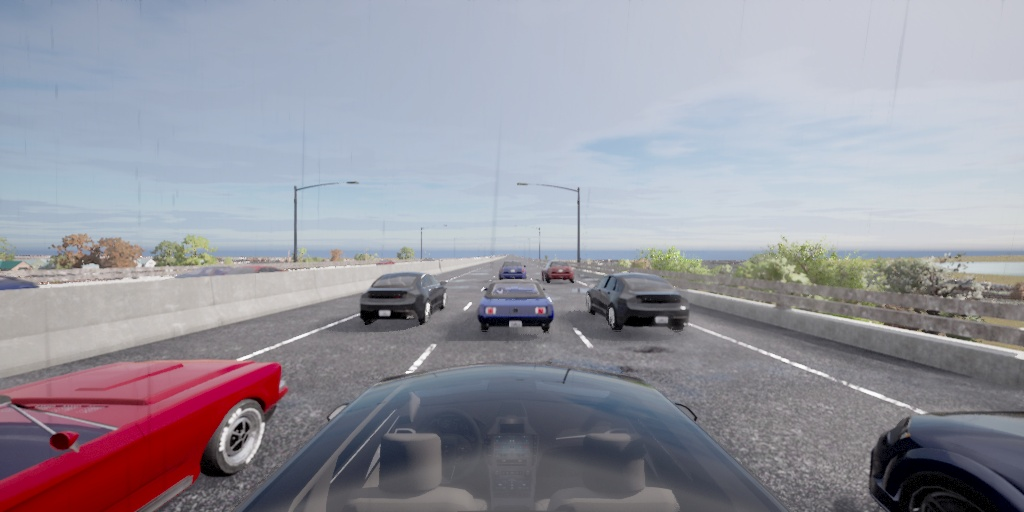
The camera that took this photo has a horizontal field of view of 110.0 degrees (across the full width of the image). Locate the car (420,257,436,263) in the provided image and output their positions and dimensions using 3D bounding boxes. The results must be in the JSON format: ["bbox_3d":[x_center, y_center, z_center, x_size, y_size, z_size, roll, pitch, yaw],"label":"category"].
[{"bbox_3d":[-14.074,0.953,60.063,1.837,1.490,4.892,0,0,0],"label":"car"}]

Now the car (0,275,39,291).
[{"bbox_3d":[-21.115,1.333,13.547,1.994,1.385,4.181,0,0,0],"label":"car"}]

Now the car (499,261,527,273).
[{"bbox_3d":[0.065,1.143,28.656,2.097,1.767,4.553,0,0,0],"label":"car"}]

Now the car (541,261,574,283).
[{"bbox_3d":[3.566,1.143,28.669,2.097,1.767,4.553,0,0,-1],"label":"car"}]

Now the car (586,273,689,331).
[{"bbox_3d":[3.587,1.271,11.010,1.837,1.490,4.892,0,0,0],"label":"car"}]

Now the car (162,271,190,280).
[{"bbox_3d":[-17.625,1.328,21.098,2.033,1.411,5.357,0,0,0],"label":"car"}]

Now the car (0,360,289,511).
[{"bbox_3d":[-3.403,1.351,1.809,1.895,1.301,4.718,0,0,0],"label":"car"}]

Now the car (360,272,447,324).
[{"bbox_3d":[-3.414,1.273,12.033,1.837,1.490,4.892,0,0,0],"label":"car"}]

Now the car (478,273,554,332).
[{"bbox_3d":[0.088,1.366,10.933,1.895,1.301,4.718,0,0,0],"label":"car"}]

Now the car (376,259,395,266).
[{"bbox_3d":[-21.075,1.320,59.870,1.882,1.535,5.008,0,0,0],"label":"car"}]

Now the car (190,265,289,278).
[{"bbox_3d":[-14.123,1.255,19.389,1.882,1.535,5.008,0,0,0],"label":"car"}]

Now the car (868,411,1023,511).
[{"bbox_3d":[3.595,1.313,0.853,1.994,1.385,4.181,0,0,1],"label":"car"}]
